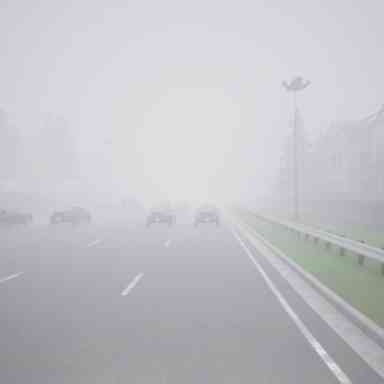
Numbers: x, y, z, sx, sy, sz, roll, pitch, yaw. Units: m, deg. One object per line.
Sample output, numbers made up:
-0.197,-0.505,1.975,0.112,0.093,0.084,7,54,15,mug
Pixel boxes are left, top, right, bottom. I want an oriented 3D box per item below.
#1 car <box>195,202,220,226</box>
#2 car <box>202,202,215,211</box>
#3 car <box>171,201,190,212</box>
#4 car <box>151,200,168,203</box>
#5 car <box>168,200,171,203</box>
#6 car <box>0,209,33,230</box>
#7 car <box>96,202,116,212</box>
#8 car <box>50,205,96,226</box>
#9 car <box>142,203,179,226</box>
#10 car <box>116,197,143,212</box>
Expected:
1.224,1.810,26.133,1.812,1.442,4.674,0,-1,3,car
2.457,2.155,50.983,1.895,1.301,4.718,0,-1,3,car
-1.334,1.995,46.891,2.128,1.511,4.902,0,0,3,car
-4.915,2.006,45.679,1.812,1.442,4.674,0,-1,3,car
-4.419,2.067,55.670,1.882,1.535,5.008,0,-1,3,car
-12.955,1.819,22.861,1.895,1.301,4.718,0,-1,3,car
-11.908,2.016,45.942,2.033,1.411,5.357,0,-1,3,car
-9.305,1.783,25.790,1.812,1.442,4.674,0,-1,3,car
-2.306,1.797,25.627,1.812,1.442,4.674,0,-1,3,car
-8.379,1.704,46.338,2.150,2.045,5.566,0,0,3,car
